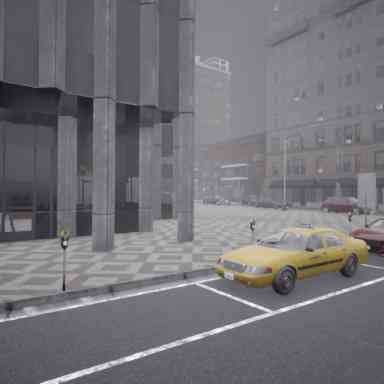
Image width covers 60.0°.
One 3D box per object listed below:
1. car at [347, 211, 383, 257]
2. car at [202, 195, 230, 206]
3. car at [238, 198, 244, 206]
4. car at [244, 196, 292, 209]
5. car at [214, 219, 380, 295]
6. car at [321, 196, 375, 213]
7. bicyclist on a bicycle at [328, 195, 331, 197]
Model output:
[{"bbox_3d":[7.498,1.547,12.095,4.507,1.381,1.887,0,1,-35],"label":"car"},{"bbox_3d":[3.393,1.161,47.036,2.128,1.511,4.902,1,0,-35],"label":"car"},{"bbox_3d":[8.325,1.231,45.569,2.128,1.511,4.902,1,0,-35],"label":"car"},{"bbox_3d":[9.062,1.307,38.965,2.033,1.411,5.357,1,0,-35],"label":"car"},{"bbox_3d":[2.779,1.527,8.732,4.829,1.417,1.752,0,1,-35],"label":"car"},{"bbox_3d":[14.569,1.198,31.145,2.097,1.767,4.553,1,0,-35],"label":"car"},{"bbox_3d":[16.339,1.159,39.468,1.656,1.620,0.582,0,0,-35],"label":"bicyclist on a bicycle"}]
